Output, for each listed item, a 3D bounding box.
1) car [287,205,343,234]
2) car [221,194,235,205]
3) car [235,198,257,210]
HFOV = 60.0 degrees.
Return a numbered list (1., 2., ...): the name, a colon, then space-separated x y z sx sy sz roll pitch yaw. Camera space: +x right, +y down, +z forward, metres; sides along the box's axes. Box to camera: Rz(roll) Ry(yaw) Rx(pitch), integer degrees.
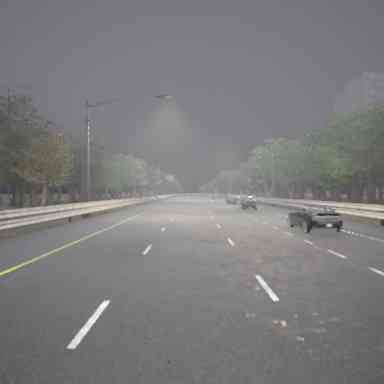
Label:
1. car: 7.019 1.504 19.412 2.128 1.511 4.902 0 0 0
2. car: 7.175 1.540 61.364 2.128 1.511 4.902 0 0 0
3. car: 7.091 1.583 42.772 1.837 1.490 4.892 0 0 0
